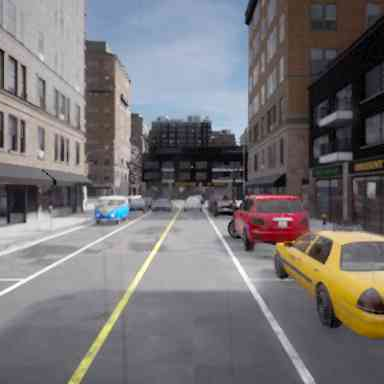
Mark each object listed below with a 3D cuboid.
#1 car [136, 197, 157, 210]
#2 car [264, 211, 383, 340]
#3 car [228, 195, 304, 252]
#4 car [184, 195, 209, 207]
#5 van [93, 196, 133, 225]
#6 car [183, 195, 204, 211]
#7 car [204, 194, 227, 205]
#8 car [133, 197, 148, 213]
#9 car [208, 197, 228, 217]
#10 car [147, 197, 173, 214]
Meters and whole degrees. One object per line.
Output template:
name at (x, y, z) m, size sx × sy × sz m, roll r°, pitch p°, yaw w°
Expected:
car at (-5.375, 1.307, 39.537) m, size 1.947 × 1.339 × 4.313 m, roll 0°, pitch 0°, yaw 0°
car at (3.027, 1.412, 6.787) m, size 1.801 × 1.575 × 5.366 m, roll 0°, pitch 0°, yaw 0°
car at (2.986, 1.132, 13.626) m, size 2.150 × 2.045 × 5.566 m, roll 0°, pitch 0°, yaw 0°
car at (0.670, 1.189, 47.105) m, size 2.128 × 1.511 × 4.902 m, roll 0°, pitch 0°, yaw 18°
van at (-5.380, 1.193, 22.550) m, size 1.690 × 1.788 × 3.998 m, roll 0°, pitch 0°, yaw 0°
car at (0.097, 1.291, 35.841) m, size 1.812 × 1.442 × 4.674 m, roll 0°, pitch 0°, yaw 0°
car at (2.649, 1.094, 33.871) m, size 2.192 × 1.841 × 5.009 m, roll 0°, pitch 0°, yaw 0°
car at (-5.377, 1.329, 33.875) m, size 2.008 × 1.369 × 4.403 m, roll 0°, pitch 0°, yaw 0°
car at (2.647, 1.381, 28.210) m, size 1.947 × 1.339 × 4.313 m, roll 0°, pitch 0°, yaw 0°
car at (-2.820, 1.332, 32.917) m, size 2.033 × 1.411 × 5.357 m, roll 0°, pitch 0°, yaw 0°
